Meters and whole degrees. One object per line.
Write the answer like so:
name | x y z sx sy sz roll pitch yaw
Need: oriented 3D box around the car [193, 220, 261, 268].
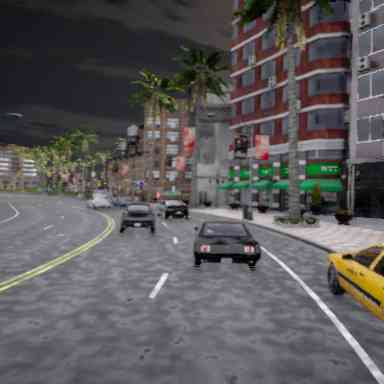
car | 1.011 1.603 11.366 1.895 1.301 4.718 1 0 1

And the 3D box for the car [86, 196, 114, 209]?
car | -11.082 1.245 39.489 1.812 1.442 4.674 1 0 -29

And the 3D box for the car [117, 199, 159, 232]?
car | -3.122 1.413 19.356 1.837 1.490 4.892 2 0 -8

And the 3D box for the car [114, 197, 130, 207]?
car | -8.788 1.324 42.440 1.994 1.385 4.181 1 0 -30

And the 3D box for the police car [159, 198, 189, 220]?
police car | -1.743 1.347 27.735 1.930 1.638 5.238 1 0 -17

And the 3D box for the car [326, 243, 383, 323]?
car | 3.835 1.523 5.783 1.801 1.575 5.366 1 0 6
